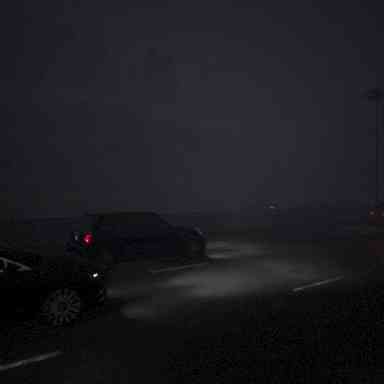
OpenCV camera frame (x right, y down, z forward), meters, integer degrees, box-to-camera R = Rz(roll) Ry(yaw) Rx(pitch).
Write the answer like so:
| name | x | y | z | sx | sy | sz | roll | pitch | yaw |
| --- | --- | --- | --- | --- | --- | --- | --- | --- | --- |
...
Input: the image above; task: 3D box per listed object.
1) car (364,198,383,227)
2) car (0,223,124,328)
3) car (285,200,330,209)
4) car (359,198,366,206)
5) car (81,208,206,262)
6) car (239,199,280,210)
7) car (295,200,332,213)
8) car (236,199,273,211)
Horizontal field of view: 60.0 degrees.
| name | x | y | z | sx | sy | sz | roll | pitch | yaw |
| --- | --- | --- | --- | --- | --- | --- | --- | --- | --- |
| car | 13.984 | 1.485 | 22.486 | 4.553 | 1.767 | 2.097 | 0 | 0 | -36 |
| car | -3.872 | 1.506 | 5.410 | 4.902 | 1.511 | 2.128 | 0 | 0 | -34 |
| car | 11.584 | 1.778 | 33.945 | 4.718 | 1.301 | 1.895 | 0 | 0 | -36 |
| car | 33.314 | 1.855 | 62.474 | 4.892 | 1.490 | 1.837 | 0 | 0 | -36 |
| car | -1.727 | 1.397 | 11.197 | 4.553 | 1.767 | 2.097 | 0 | 0 | -35 |
| car | 8.552 | 1.692 | 40.383 | 4.902 | 1.511 | 2.128 | 1 | 0 | -36 |
| car | 14.848 | 1.719 | 40.609 | 4.892 | 1.490 | 1.837 | 0 | 0 | -36 |
| car | 8.435 | 1.708 | 44.614 | 4.902 | 1.511 | 2.128 | 0 | 0 | -36 |
